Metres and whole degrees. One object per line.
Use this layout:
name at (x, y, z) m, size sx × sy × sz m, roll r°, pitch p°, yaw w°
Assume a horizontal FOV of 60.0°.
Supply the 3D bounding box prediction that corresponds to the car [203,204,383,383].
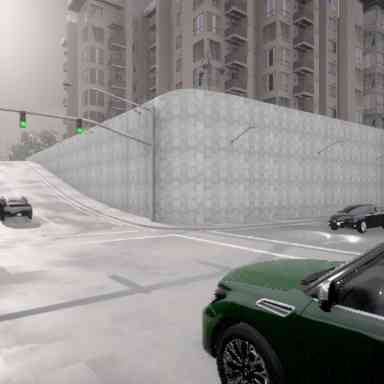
car at (2.396, 1.233, 2.488) m, size 2.150 × 2.045 × 5.566 m, roll 0°, pitch 0°, yaw -36°

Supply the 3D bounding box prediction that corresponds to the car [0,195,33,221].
car at (-12.352, 0.984, 22.994) m, size 2.128 × 1.511 × 4.902 m, roll 0°, pitch 5°, yaw -36°
